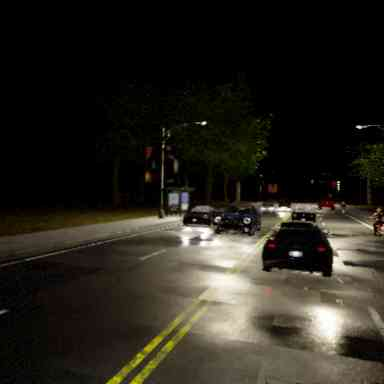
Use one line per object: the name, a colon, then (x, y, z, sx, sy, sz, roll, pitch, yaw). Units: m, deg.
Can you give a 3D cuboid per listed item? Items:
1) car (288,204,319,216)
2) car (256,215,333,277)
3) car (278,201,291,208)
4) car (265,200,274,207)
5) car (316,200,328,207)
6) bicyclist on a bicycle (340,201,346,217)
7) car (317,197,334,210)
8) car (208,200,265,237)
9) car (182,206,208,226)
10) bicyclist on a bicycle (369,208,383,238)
car: (9.391, 1.900, 27.971, 1.895, 1.301, 4.718, 1, 0, 19)
car: (3.484, 1.677, 10.949, 1.994, 1.385, 4.181, 1, 0, 19)
car: (15.972, 2.153, 57.294, 1.895, 1.301, 4.718, 1, 0, 20)
car: (14.127, 2.135, 61.810, 1.895, 1.301, 4.718, 1, 0, 20)
car: (26.924, 2.364, 68.883, 2.033, 1.411, 5.357, 1, 0, 19)
bicyclist on a bicycle: (16.798, 1.856, 36.972, 0.659, 1.776, 1.843, 1, 0, 19)
car: (22.115, 1.885, 54.712, 2.150, 2.045, 5.566, 1, -1, 19)
car: (2.735, 1.483, 19.299, 2.097, 1.767, 4.553, 1, 0, 19)
car: (0.816, 1.673, 23.694, 1.994, 1.385, 4.181, 1, 0, 19)
bicyclist on a bicycle: (10.389, 1.718, 18.564, 0.866, 1.612, 1.509, 1, 0, 19)
